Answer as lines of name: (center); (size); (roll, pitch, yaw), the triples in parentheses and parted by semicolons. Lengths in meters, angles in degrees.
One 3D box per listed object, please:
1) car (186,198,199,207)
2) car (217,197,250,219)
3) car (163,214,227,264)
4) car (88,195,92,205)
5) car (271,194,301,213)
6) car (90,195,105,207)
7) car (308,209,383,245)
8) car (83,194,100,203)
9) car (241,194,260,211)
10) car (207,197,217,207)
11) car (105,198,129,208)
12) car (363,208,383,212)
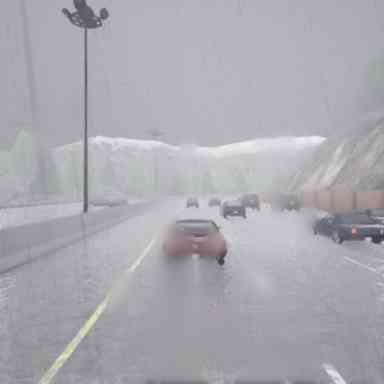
car: (0.087, 1.589, 52.757); (2.033, 1.411, 5.357); (0, 0, 0)
car: (3.592, 1.500, 29.839); (1.882, 1.535, 5.008); (0, 0, 0)
car: (0.098, 1.610, 11.858); (1.895, 1.301, 4.718); (0, 0, 0)
car: (-17.535, 1.548, 60.455); (1.837, 1.490, 4.892); (0, 0, 0)
car: (10.591, 1.252, 37.735); (2.150, 2.045, 5.566); (0, 0, 0)
car: (-14.072, 1.608, 52.299); (1.994, 1.385, 4.181); (0, 0, 0)
car: (7.095, 1.611, 15.622); (1.895, 1.301, 4.718); (0, 0, 0)
car: (-21.018, 1.345, 69.570); (2.097, 1.767, 4.553); (0, 0, 0)
car: (7.089, 1.255, 41.855); (2.150, 2.045, 5.566); (0, 0, 0)
car: (3.585, 1.547, 53.264); (1.837, 1.490, 4.892); (0, 0, 0)
car: (-10.582, 1.589, 48.581); (2.033, 1.411, 5.357); (0, 0, 0)
car: (10.594, 1.613, 19.667); (1.895, 1.301, 4.718); (0, 0, 0)
